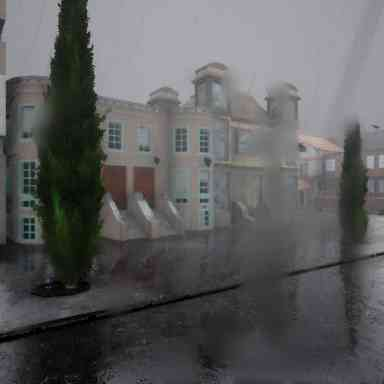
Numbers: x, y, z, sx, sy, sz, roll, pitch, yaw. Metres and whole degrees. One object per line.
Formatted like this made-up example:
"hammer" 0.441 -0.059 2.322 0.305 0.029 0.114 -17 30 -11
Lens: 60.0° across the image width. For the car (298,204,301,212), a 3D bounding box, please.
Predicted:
"car" 9.333 1.339 35.542 2.097 1.767 4.553 0 0 -36
